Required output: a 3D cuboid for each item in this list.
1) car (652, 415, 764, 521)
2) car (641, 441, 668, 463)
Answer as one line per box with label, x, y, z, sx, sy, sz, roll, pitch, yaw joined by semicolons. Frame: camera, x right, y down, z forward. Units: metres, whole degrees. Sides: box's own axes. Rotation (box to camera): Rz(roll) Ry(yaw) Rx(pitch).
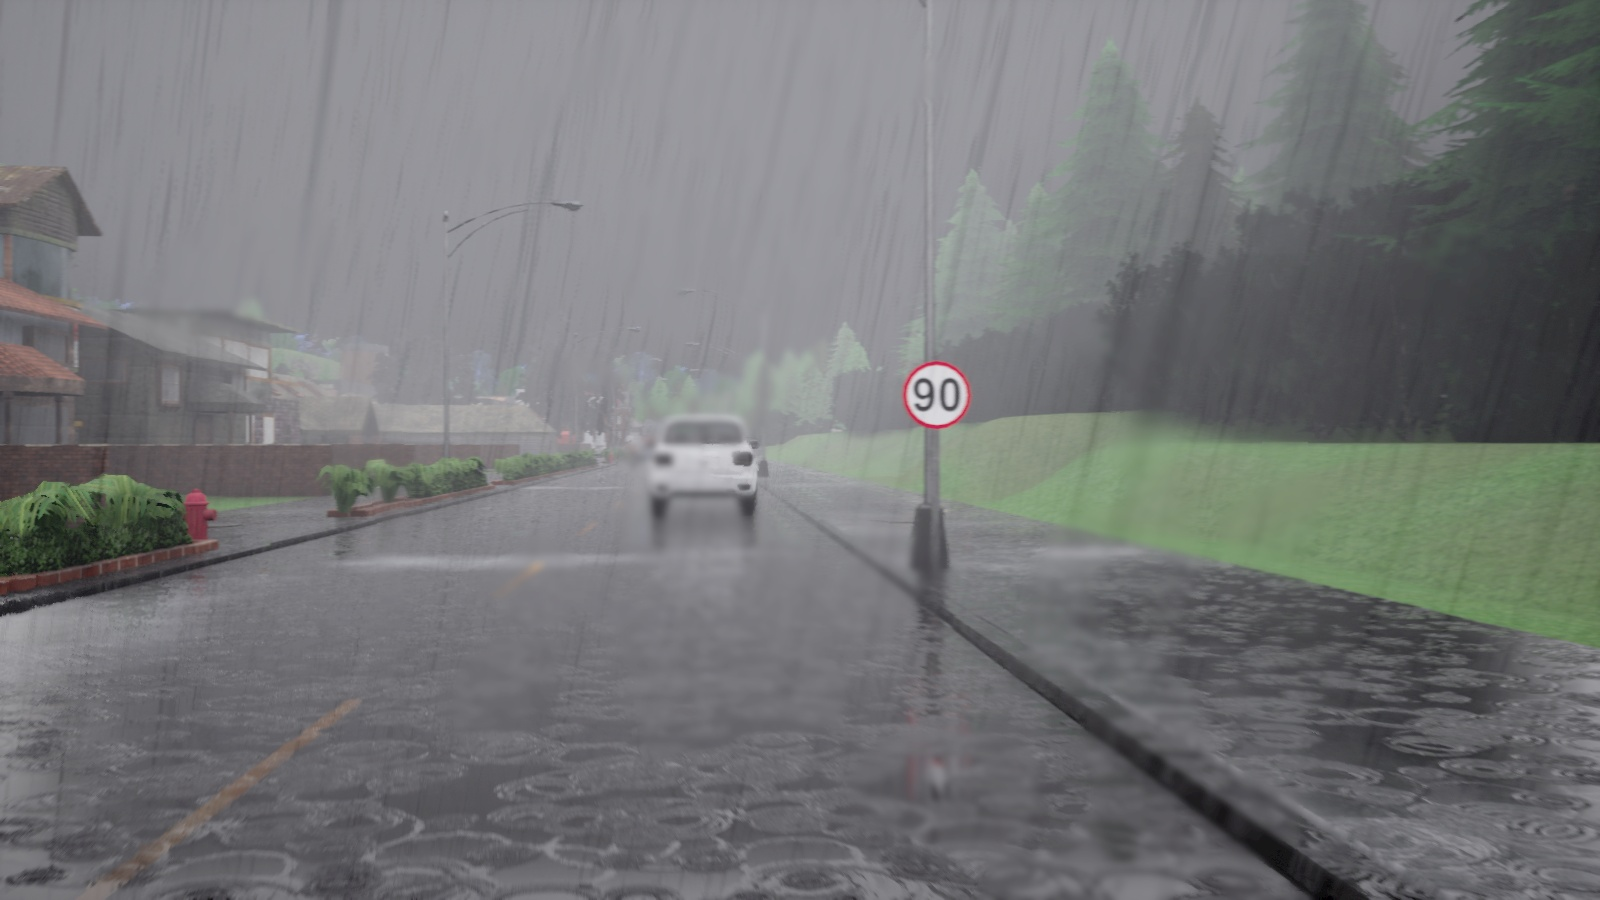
car;-1.988;0.321;27.108;2.150;2.045;5.566;0;0;-4
car;-11.182;0.128;96.592;1.851;1.617;3.988;0;0;-4
